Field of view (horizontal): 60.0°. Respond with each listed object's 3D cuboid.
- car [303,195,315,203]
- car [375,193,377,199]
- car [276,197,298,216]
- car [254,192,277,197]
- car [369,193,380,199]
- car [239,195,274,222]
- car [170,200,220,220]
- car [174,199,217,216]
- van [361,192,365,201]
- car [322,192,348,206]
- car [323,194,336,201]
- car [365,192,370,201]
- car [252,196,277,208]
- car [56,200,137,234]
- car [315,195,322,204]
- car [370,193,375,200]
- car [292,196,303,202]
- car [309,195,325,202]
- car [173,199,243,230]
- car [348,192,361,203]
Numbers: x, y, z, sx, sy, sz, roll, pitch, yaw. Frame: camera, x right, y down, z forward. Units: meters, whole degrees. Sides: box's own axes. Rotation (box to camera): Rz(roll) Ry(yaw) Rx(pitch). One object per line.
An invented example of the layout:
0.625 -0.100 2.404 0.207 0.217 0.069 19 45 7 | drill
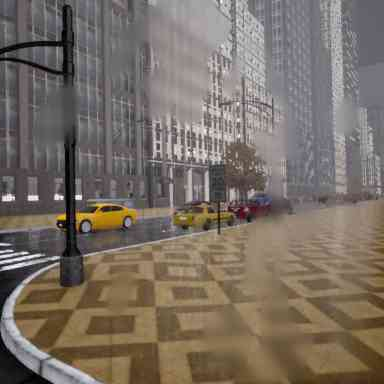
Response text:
22.859 1.233 64.682 1.967 1.590 4.097 -2 -1 35 | car
39.145 1.061 73.798 1.947 1.339 4.313 -2 -1 35 | car
7.155 1.320 28.025 1.802 1.307 4.206 -2 -1 35 | car
8.327 1.066 39.190 2.150 2.045 5.566 -2 -1 35 | car
45.519 1.005 82.970 2.008 1.369 4.403 -2 -1 35 | car
3.965 1.206 23.440 1.967 1.590 4.097 -2 -1 35 | car
0.377 1.437 27.765 1.812 1.442 4.674 -2 -1 35 | car
0.416 1.492 32.387 1.752 1.417 4.829 -2 -1 35 | car
29.503 0.904 60.096 1.690 1.788 3.998 -2 -1 35 | van
20.009 1.159 46.500 1.752 1.417 4.829 -2 -1 35 | car
32.440 1.271 78.461 1.887 1.381 4.507 -2 -1 35 | car
32.708 0.980 64.670 1.967 1.590 4.097 -2 -1 35 | car
10.088 1.328 46.308 1.967 1.590 4.097 -2 -1 35 | car
-5.436 1.441 19.406 1.882 1.535 5.008 -2 -1 35 | car
21.687 1.154 53.262 1.882 1.535 5.008 -2 -1 35 | car
35.915 0.833 69.241 2.192 1.841 5.009 -2 -1 35 | car
16.476 1.390 55.494 2.008 1.369 4.403 -2 -1 35 | car
26.054 1.315 69.275 1.887 1.381 4.507 -2 -1 35 | car
0.876 1.318 18.993 1.752 1.417 4.829 -2 -1 35 | car
26.291 1.027 55.529 1.967 1.590 4.097 -2 -1 35 | car
